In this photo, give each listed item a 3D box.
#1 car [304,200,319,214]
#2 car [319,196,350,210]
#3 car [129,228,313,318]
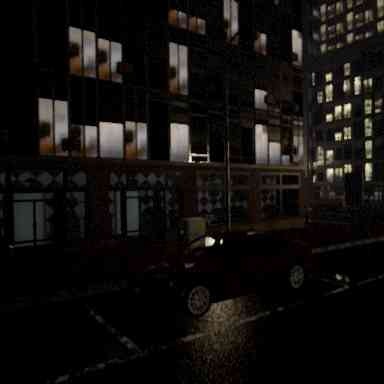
[{"bbox_3d":[9.218,1.382,31.325,2.008,1.369,4.403,-1,1,-35],"label":"car"},{"bbox_3d":[15.149,1.183,37.339,1.752,1.417,4.829,-1,1,-35],"label":"car"},{"bbox_3d":[0.814,1.530,7.360,4.507,1.381,1.887,0,-1,-36],"label":"car"}]
